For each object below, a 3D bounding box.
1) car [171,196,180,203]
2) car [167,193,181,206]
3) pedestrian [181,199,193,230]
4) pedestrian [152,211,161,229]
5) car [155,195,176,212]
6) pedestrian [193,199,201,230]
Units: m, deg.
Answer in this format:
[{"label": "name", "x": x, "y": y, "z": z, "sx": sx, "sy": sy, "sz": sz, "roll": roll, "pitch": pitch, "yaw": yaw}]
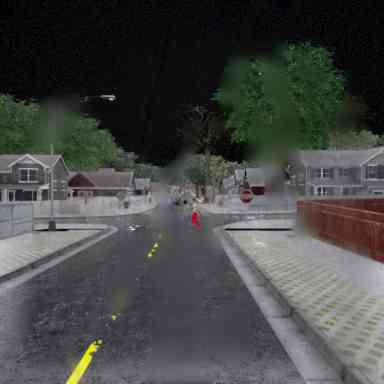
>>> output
[{"label": "car", "x": -3.389, "y": 1.495, "z": 69.654, "sx": 1.812, "sy": 1.442, "sz": 4.674, "roll": 0, "pitch": 0, "yaw": -1}, {"label": "car", "x": -3.329, "y": 1.202, "z": 56.347, "sx": 2.150, "sy": 2.045, "sz": 5.566, "roll": 0, "pitch": 0, "yaw": 2}, {"label": "pedestrian", "x": -0.289, "y": 1.289, "z": 19.102, "sx": 0.375, "sy": 1.860, "sz": 0.375, "roll": 0, "pitch": 0, "yaw": -1}, {"label": "pedestrian", "x": -2.166, "y": 1.669, "z": 20.290, "sx": 0.500, "sy": 1.100, "sz": 0.500, "roll": 0, "pitch": 0, "yaw": -1}, {"label": "car", "x": -3.213, "y": 1.465, "z": 39.335, "sx": 1.882, "sy": 1.535, "sz": 5.008, "roll": 0, "pitch": 0, "yaw": 0}, {"label": "pedestrian", "x": 0.170, "y": 1.289, "z": 19.710, "sx": 0.375, "sy": 1.860, "sz": 0.375, "roll": 0, "pitch": 0, "yaw": -1}]
